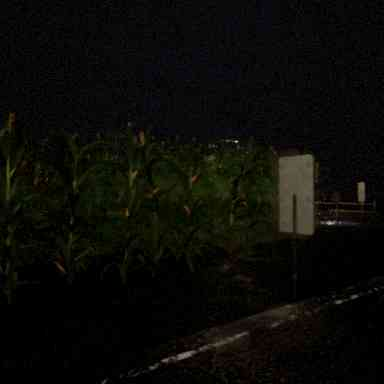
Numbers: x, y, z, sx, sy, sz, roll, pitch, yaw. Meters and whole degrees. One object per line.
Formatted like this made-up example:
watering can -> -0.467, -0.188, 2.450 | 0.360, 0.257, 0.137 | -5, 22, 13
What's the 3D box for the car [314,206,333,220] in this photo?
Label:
car -> 9.090, 1.571, 28.070 | 2.033, 1.411, 5.357 | -1, 0, -30
